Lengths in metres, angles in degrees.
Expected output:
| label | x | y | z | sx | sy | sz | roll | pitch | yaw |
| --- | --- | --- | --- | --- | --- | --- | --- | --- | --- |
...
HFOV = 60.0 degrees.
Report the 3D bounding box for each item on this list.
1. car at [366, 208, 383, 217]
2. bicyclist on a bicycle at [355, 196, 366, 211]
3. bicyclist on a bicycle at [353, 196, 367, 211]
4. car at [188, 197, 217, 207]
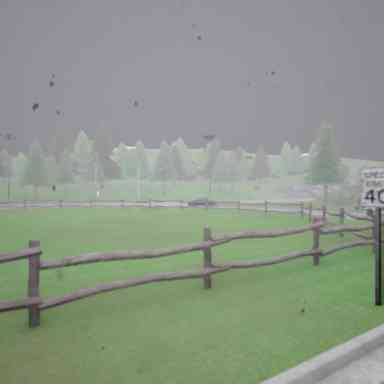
| label | x | y | z | sx | sy | sz | roll | pitch | yaw |
| --- | --- | --- | --- | --- | --- | --- | --- | --- | --- |
| car | 15.459 | 1.223 | 24.932 | 2.150 | 2.045 | 5.566 | 0 | 0 | -4 |
| bicyclist on a bicycle | 19.536 | 1.304 | 37.807 | 1.656 | 1.620 | 0.582 | 0 | 0 | -27 |
| bicyclist on a bicycle | 19.306 | 1.304 | 38.241 | 1.656 | 1.620 | 0.582 | 0 | 0 | -28 |
| car | 1.580 | 1.528 | 50.616 | 4.674 | 1.442 | 1.812 | 0 | 0 | 28 |
